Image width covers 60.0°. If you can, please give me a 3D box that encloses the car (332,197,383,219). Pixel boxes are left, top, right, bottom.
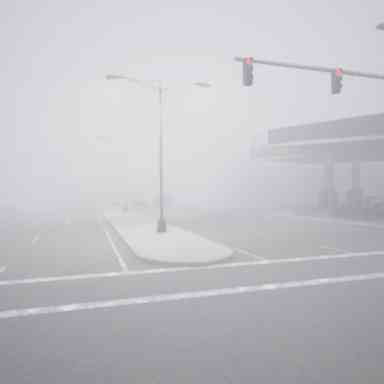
[{"bbox_3d":[13.274,1.185,26.266,2.242,1.667,4.611,-1,0,-17],"label":"car"}]

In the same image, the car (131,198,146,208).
[{"bbox_3d":[-8.271,1.671,50.963,1.882,1.535,5.008,-1,-1,-17],"label":"car"}]

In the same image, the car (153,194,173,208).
[{"bbox_3d":[-4.459,1.368,50.521,2.150,2.045,5.566,-1,0,-16],"label":"car"}]
